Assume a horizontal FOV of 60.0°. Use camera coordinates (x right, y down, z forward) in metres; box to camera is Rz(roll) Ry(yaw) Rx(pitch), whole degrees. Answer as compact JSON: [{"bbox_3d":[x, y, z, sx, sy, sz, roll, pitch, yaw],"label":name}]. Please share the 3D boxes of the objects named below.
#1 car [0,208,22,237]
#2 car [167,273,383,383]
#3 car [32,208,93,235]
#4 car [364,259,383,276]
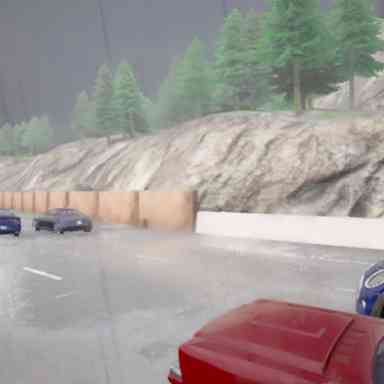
[{"bbox_3d":[-10.707,1.543,17.420,5.008,1.535,1.882,0,0,42],"label":"car"},{"bbox_3d":[2.109,1.612,2.544,4.718,1.301,1.895,0,0,36],"label":"car"},{"bbox_3d":[-7.594,1.637,19.330,4.181,1.385,1.994,0,0,42],"label":"car"},{"bbox_3d":[4.943,1.373,4.849,4.553,1.767,2.097,0,0,35],"label":"car"}]
